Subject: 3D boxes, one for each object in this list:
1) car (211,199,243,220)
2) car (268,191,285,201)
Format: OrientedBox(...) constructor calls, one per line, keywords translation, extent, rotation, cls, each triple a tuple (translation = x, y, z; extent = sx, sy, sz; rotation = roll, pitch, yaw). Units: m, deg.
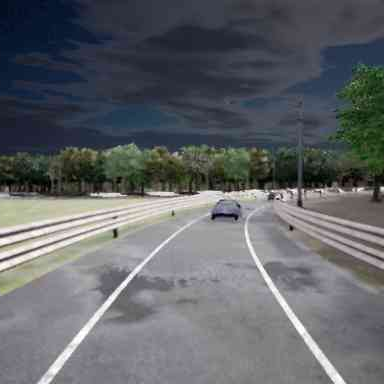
OrientedBox(translation=(2.615, 1.198, 24.313), extent=(1.994, 1.385, 4.181), rotation=(0, 1, 12), cls="car")
OrientedBox(translation=(13.363, 0.606, 52.430), extent=(1.837, 1.490, 4.892), rotation=(1, 2, 30), cls="car")
